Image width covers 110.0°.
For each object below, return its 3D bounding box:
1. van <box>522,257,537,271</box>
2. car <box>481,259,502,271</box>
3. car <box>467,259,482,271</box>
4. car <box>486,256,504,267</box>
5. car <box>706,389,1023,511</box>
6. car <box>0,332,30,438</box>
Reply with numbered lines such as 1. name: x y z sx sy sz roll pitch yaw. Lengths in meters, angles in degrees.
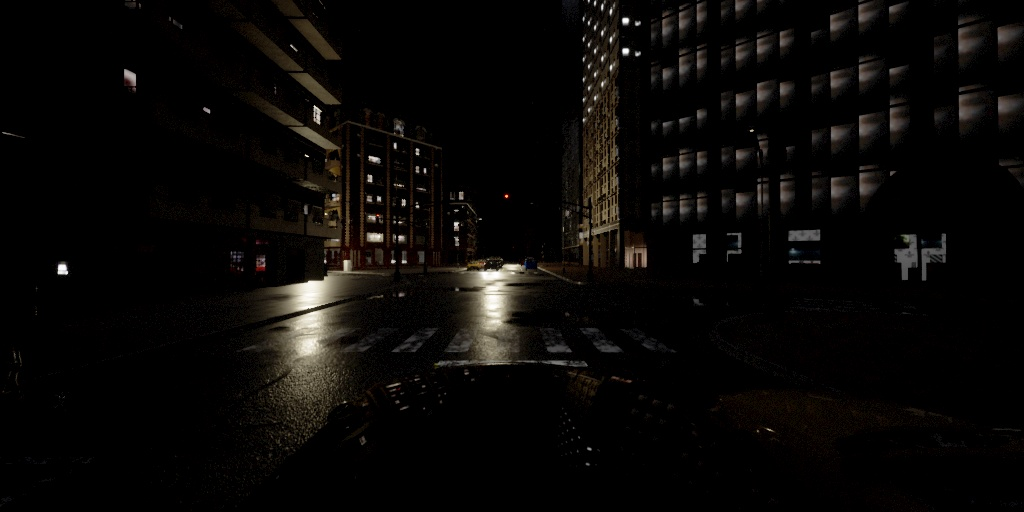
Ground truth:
1. van: 2.613 1.136 50.067 1.690 1.789 3.998 0 0 0
2. car: -2.801 1.395 49.229 1.895 1.301 4.718 0 0 0
3. car: -5.267 1.321 49.906 1.751 1.417 4.829 0 0 0
4. car: -2.779 1.037 59.153 2.150 2.045 5.566 0 0 0
5. car: 2.563 1.275 1.244 1.751 1.417 4.829 0 0 0
6. car: -5.318 1.065 1.076 2.192 1.841 5.009 0 0 0
